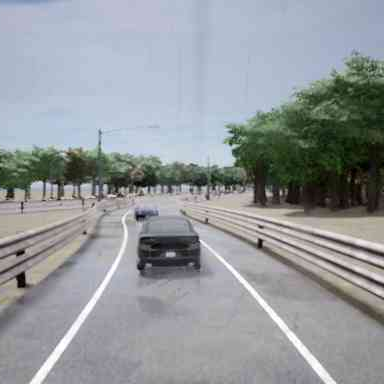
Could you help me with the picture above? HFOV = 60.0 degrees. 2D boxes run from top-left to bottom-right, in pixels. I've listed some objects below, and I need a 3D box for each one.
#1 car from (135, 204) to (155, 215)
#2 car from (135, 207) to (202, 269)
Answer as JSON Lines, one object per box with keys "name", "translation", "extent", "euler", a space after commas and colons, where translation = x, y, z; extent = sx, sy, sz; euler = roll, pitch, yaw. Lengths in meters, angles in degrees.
{"name": "car", "translation": [-4.052, 1.713, 29.179], "extent": [1.895, 1.301, 4.718], "euler": [0, 0, -11]}
{"name": "car", "translation": [-0.848, 1.534, 11.445], "extent": [1.882, 1.535, 5.008], "euler": [0, 0, -6]}
